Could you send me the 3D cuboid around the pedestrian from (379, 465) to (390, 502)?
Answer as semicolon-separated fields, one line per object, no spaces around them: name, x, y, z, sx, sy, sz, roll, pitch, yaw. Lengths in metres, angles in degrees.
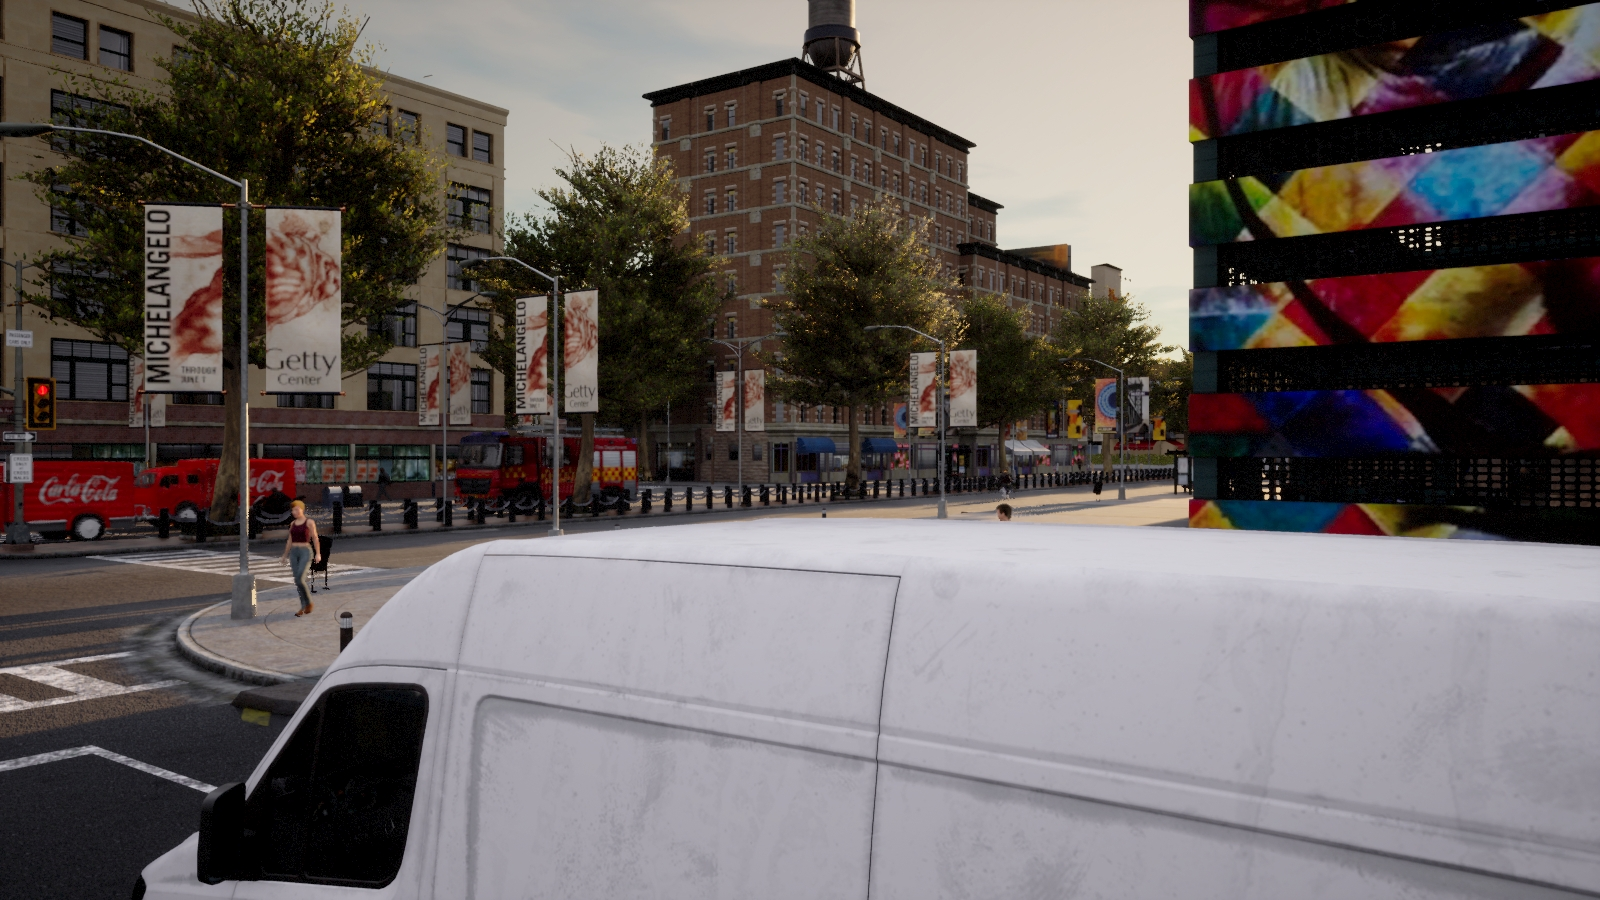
pedestrian;-21.161;1.696;58.145;0.375;1.860;0.375;0;0;35

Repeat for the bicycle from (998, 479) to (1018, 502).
bicycle;11.326;2.210;62.319;0.329;1.171;1.835;0;0;35

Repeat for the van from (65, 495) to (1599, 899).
van;-0.118;1.534;3.913;5.915;2.561;1.988;0;0;36

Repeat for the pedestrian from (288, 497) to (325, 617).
pedestrian;-7.876;1.696;18.237;0.375;1.860;0.375;0;0;18

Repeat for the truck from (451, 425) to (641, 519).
truck;-11.075;0.890;50.721;2.891;3.827;8.468;0;0;36

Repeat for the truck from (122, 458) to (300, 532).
truck;-21.572;1.567;42.031;2.627;2.467;5.204;0;0;35

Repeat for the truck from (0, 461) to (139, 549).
truck;-22.999;1.570;33.948;2.627;2.467;5.204;0;0;35
